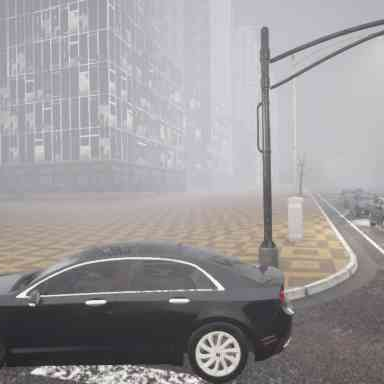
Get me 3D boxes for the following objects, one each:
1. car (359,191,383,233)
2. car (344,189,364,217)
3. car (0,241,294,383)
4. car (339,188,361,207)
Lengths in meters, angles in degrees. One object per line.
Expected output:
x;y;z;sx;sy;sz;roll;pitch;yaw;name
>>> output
8.995;0.928;14.422;2.128;1.511;4.902;-1;2;18;car
11.037;0.759;20.718;1.994;1.385;4.181;-1;2;17;car
-1.085;1.505;4.775;4.892;1.490;1.837;0;0;0;car
13.025;0.453;26.784;2.128;1.511;4.902;-1;2;18;car
